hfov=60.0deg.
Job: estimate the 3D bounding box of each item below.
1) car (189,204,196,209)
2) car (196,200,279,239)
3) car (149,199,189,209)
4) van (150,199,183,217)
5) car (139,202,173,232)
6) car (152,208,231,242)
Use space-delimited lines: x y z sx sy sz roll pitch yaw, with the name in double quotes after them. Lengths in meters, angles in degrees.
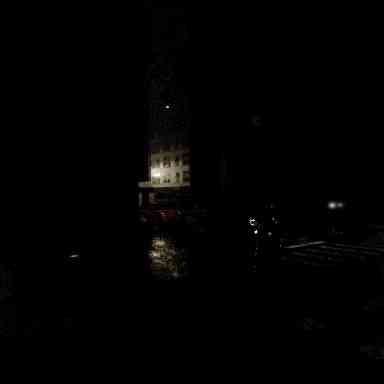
0.288 1.804 31.705 1.752 1.417 4.829 -1 0 -36 "car"
2.580 1.518 18.394 2.097 1.767 4.553 0 0 -35 "car"
-2.593 1.630 25.668 2.097 1.767 4.553 0 0 -36 "car"
-2.816 1.689 36.045 1.690 1.788 3.998 -1 0 -36 "van"
-3.353 1.706 22.132 1.967 1.590 4.097 -1 0 -36 "car"
-0.150 1.778 17.652 1.802 1.307 4.206 -1 0 -36 "car"
